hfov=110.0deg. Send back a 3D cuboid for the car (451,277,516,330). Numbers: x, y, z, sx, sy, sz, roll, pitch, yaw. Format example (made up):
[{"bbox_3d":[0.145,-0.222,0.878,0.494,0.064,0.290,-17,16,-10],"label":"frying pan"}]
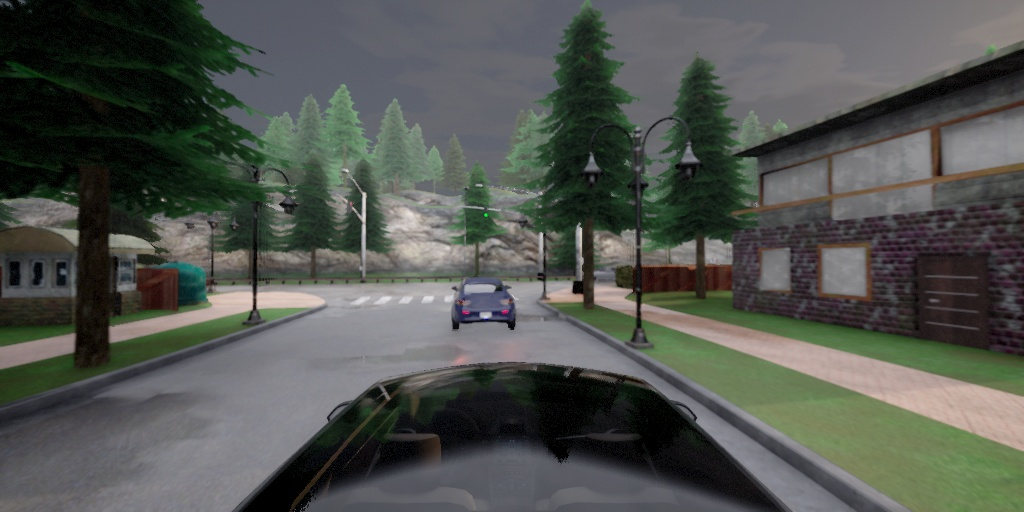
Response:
[{"bbox_3d":[-0.972,1.403,11.625,1.812,1.442,4.674,0,-1,-7],"label":"car"}]

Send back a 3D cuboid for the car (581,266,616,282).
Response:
[{"bbox_3d":[7.836,1.537,29.993,4.718,1.301,1.895,0,-1,-10],"label":"car"}]

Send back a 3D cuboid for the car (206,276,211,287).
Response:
[{"bbox_3d":[-20.695,1.478,20.989,4.718,1.301,1.895,0,-1,-10],"label":"car"}]
